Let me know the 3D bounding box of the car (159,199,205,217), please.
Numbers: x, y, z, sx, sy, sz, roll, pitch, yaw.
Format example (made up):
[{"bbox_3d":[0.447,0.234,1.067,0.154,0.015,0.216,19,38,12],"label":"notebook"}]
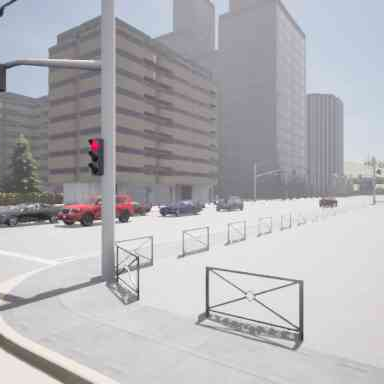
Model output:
[{"bbox_3d":[-1.056,1.612,31.608,1.895,1.301,4.718,0,0,35],"label":"car"}]

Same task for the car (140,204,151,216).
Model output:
[{"bbox_3d":[-6.003,1.614,30.598,1.895,1.301,4.718,0,0,35],"label":"car"}]

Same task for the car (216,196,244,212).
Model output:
[{"bbox_3d":[4.631,1.537,39.829,1.812,1.442,4.674,0,0,35],"label":"car"}]

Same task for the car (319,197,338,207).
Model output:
[{"bbox_3d":[20.828,1.484,50.688,1.882,1.535,5.008,0,0,35],"label":"car"}]

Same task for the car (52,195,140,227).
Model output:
[{"bbox_3d":[-6.602,1.232,23.565,2.150,2.045,5.566,0,0,35],"label":"car"}]

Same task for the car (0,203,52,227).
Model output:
[{"bbox_3d":[-11.264,1.505,22.967,2.128,1.511,4.902,0,0,35],"label":"car"}]
